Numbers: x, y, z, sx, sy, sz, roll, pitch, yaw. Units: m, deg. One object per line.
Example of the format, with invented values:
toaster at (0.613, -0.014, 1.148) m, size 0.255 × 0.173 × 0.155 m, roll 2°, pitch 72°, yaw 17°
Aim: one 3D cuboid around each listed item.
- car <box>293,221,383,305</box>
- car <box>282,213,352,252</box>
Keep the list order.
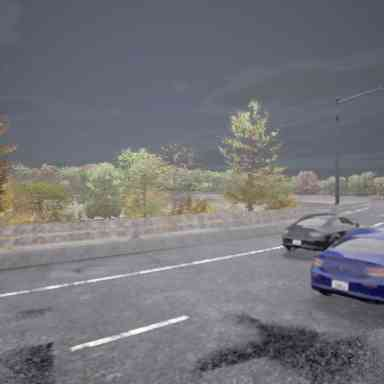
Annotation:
car at (4.479, 1.538, 7.550) m, size 4.674 × 1.442 × 1.812 m, roll 0°, pitch 0°, yaw -40°
car at (5.288, 1.551, 12.901) m, size 4.674 × 1.442 × 1.812 m, roll 0°, pitch 0°, yaw -42°
